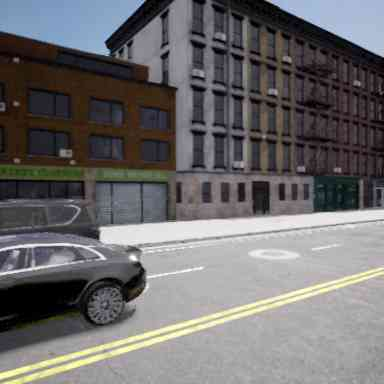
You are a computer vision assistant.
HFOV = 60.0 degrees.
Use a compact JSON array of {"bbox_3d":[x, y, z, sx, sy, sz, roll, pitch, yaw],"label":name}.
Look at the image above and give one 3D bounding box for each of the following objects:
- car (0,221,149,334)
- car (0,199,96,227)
[{"bbox_3d":[-3.097,1.490,5.466,4.902,1.511,2.128,0,0,-35],"label":"car"},{"bbox_3d":[-4.993,1.220,8.106,5.566,2.045,2.150,0,0,-35],"label":"car"}]
